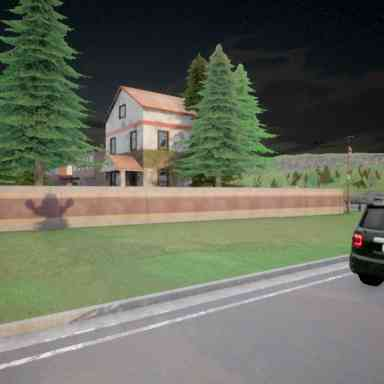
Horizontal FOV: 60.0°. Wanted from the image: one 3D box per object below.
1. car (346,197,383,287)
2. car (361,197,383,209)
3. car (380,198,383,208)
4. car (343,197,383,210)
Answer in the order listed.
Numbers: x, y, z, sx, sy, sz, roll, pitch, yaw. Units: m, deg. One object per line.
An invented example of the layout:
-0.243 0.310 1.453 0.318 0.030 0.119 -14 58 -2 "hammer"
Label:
6.113 1.221 8.137 5.566 2.045 2.150 0 0 -35 "car"
25.570 1.504 44.656 1.837 1.490 4.892 0 0 -36 "car"
28.785 1.563 46.186 1.994 1.385 4.181 0 0 -36 "car"
22.438 1.491 43.009 2.128 1.511 4.902 0 0 -36 "car"
